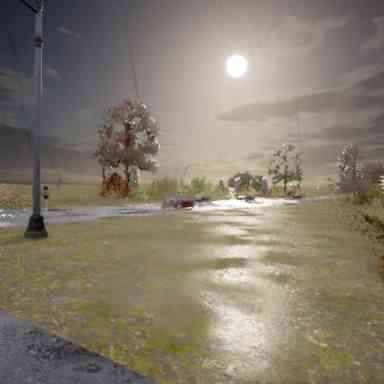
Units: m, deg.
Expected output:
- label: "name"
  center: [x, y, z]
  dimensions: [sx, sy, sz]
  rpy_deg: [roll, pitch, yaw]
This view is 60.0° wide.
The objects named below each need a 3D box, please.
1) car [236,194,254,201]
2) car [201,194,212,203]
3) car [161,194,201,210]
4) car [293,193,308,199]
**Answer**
- label: "car"
  center: [10.945, 1.120, 68.309]
  dimensions: [2.033, 1.411, 5.357]
  rpy_deg: [1, 1, 34]
- label: "car"
  center: [1.490, 1.073, 54.199]
  dimensions: [1.882, 1.535, 5.008]
  rpy_deg: [1, 2, 34]
- label: "car"
  center: [-1.367, 1.017, 37.336]
  dimensions: [2.097, 1.767, 4.553]
  rpy_deg: [1, 1, 34]
- label: "car"
  center: [28.262, 1.163, 87.626]
  dimensions: [1.882, 1.535, 5.008]
  rpy_deg: [1, 1, 34]
